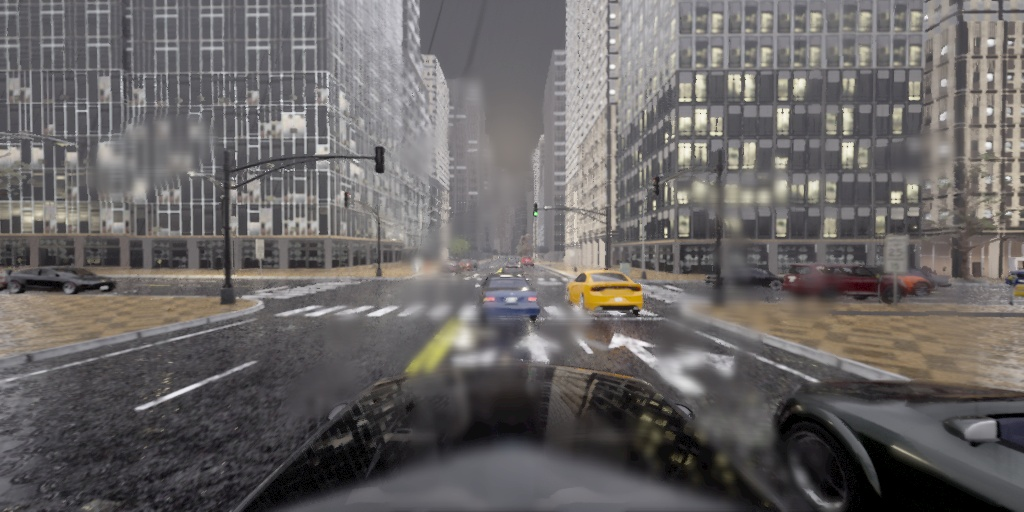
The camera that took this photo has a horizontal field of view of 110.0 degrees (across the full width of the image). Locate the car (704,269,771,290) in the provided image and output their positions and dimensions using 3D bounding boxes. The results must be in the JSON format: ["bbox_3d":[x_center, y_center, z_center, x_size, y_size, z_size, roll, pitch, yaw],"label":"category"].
[{"bbox_3d":[15.255,1.502,23.421,4.718,1.301,1.895,1,1,1],"label":"car"}]

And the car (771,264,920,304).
[{"bbox_3d":[16.184,1.306,17.625,5.009,1.841,2.192,0,0,1],"label":"car"}]

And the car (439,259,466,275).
[{"bbox_3d":[-6.615,1.357,39.066,1.994,1.385,4.181,0,0,0],"label":"car"}]

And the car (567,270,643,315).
[{"bbox_3d":[3.339,1.288,13.717,1.882,1.535,5.008,0,-2,0],"label":"car"}]

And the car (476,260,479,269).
[{"bbox_3d":[-6.538,1.313,59.268,1.837,1.490,4.892,0,0,0],"label":"car"}]

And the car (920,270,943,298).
[{"bbox_3d":[20.499,1.344,20.154,4.553,1.767,2.097,1,1,1],"label":"car"}]

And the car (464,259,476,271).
[{"bbox_3d":[-6.591,1.153,49.068,2.097,1.767,4.553,0,0,0],"label":"car"}]

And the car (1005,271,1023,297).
[{"bbox_3d":[27.632,1.615,17.435,4.829,1.417,1.751,0,0,1],"label":"car"}]

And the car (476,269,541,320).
[{"bbox_3d":[-0.254,1.337,12.647,2.033,1.411,5.357,0,-1,-6],"label":"car"}]

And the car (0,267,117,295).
[{"bbox_3d":[-22.741,1.213,18.127,4.313,1.339,1.948,0,0,1],"label":"car"}]

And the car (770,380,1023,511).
[{"bbox_3d":[3.350,1.312,1.539,1.994,1.385,4.181,0,0,0],"label":"car"}]

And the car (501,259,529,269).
[{"bbox_3d":[0.090,1.257,30.959,2.128,1.511,4.902,0,-1,0],"label":"car"}]

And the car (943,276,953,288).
[{"bbox_3d":[24.993,1.533,23.256,5.357,1.411,2.033,0,1,1],"label":"car"}]
